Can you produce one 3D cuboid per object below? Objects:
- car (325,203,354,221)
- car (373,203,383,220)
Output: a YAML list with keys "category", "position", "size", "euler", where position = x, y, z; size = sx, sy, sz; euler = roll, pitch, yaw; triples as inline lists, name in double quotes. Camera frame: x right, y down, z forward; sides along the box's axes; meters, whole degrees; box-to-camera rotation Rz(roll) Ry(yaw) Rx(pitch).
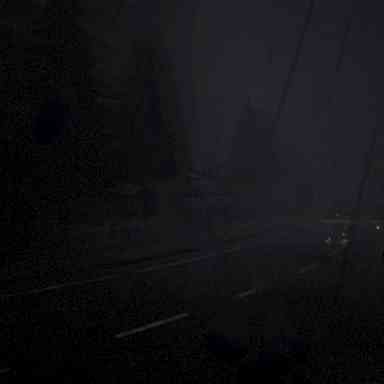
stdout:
- category: "car"
  position: [12.930, 1.682, 28.990]
  size: [1.994, 1.385, 4.181]
  euler: [0, 0, 30]
- category: "car"
  position: [16.746, 1.680, 28.572]
  size: [1.994, 1.385, 4.181]
  euler: [0, 0, 30]
